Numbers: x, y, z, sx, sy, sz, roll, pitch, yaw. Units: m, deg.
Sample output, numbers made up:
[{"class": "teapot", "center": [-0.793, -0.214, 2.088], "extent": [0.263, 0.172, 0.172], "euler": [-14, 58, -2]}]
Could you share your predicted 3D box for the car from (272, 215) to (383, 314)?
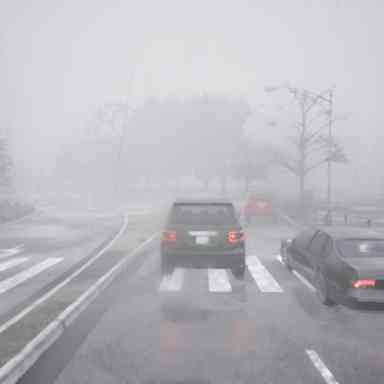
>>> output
[{"class": "car", "center": [3.485, 1.513, 7.798], "extent": [2.033, 1.411, 5.357], "euler": [0, 0, 2]}]

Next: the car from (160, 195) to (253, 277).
[{"class": "car", "center": [0.359, 1.170, 10.257], "extent": [2.150, 2.045, 5.566], "euler": [0, 0, 3]}]

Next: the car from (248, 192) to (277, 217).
[{"class": "car", "center": [5.041, 0.981, 24.742], "extent": [2.150, 2.045, 5.566], "euler": [1, 2, 8]}]

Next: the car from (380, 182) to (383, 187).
[{"class": "car", "center": [43.253, -1.873, 72.509], "extent": [2.185, 1.767, 4.553], "euler": [-1, 4, -11]}]

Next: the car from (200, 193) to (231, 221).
[{"class": "car", "center": [1.918, 1.065, 25.763], "extent": [2.097, 1.767, 4.553], "euler": [1, 2, 8]}]
